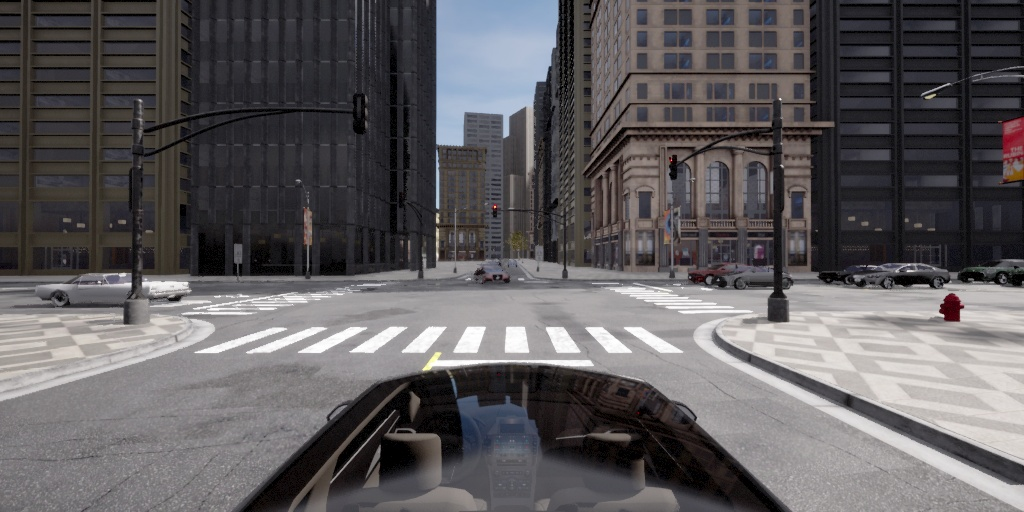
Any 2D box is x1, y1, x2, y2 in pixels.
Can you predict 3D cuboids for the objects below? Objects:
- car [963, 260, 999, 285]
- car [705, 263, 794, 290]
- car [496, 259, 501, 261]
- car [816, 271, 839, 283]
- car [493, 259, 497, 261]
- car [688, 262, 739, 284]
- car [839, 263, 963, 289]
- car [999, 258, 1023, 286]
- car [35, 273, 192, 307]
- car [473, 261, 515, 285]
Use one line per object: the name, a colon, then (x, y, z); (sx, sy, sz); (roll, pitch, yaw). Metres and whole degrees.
car: (34.203, 1.043, 24.966); (4.553, 1.767, 2.097); (0, 0, 0)
car: (14.467, 1.279, 21.696); (4.181, 1.385, 1.994); (0, 0, 0)
car: (-3.085, 1.398, 55.307); (1.994, 1.385, 4.181); (0, 0, 0)
car: (24.237, 1.315, 24.965); (4.718, 1.301, 1.895); (0, 0, 0)
car: (-3.080, 1.368, 42.353); (1.994, 1.385, 4.181); (0, 0, 0)
car: (14.892, 1.215, 24.952); (5.008, 1.535, 1.882); (0, 0, 0)
car: (23.379, 1.184, 21.710); (4.902, 1.511, 2.128); (0, 0, 0)
car: (33.338, 1.021, 21.716); (4.553, 1.767, 2.097); (0, 0, 0)
car: (-16.383, 1.366, 14.952); (4.718, 1.301, 1.895); (0, 0, 0)
car: (-1.600, 1.334, 26.667); (1.994, 1.385, 4.181); (0, 0, -18)
